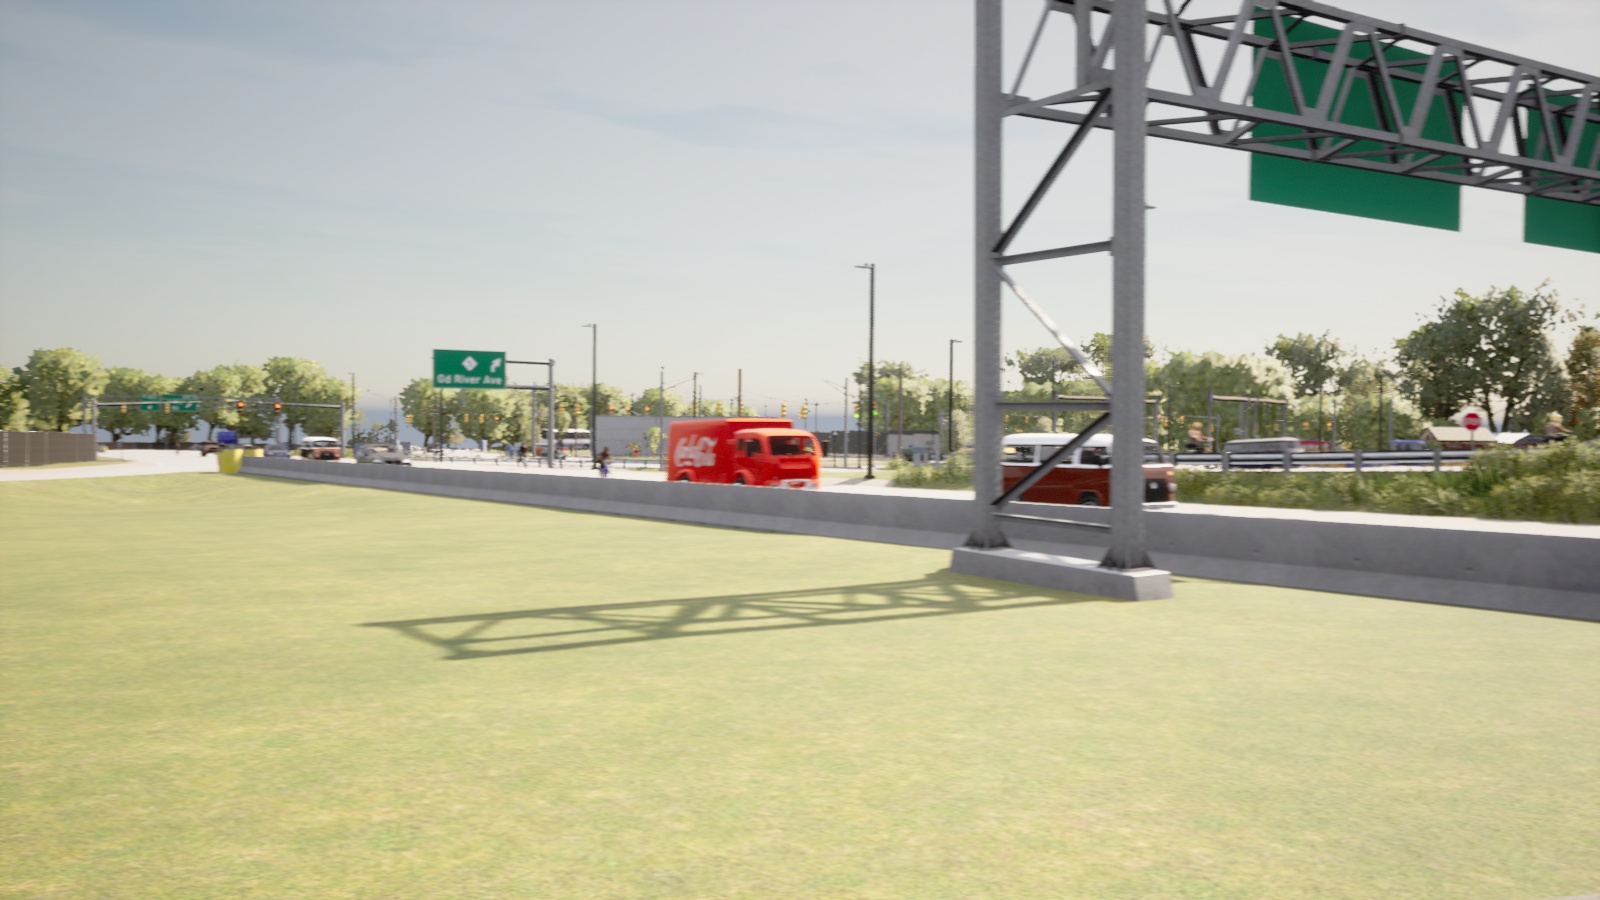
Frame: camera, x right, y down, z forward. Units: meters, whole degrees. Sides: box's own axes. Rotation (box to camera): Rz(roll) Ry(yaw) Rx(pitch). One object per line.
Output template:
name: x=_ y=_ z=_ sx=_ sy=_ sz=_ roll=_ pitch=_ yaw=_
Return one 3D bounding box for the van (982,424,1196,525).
van: x=6.387 y=0.500 z=28.234 sx=2.069 sy=2.038 sz=4.480 roll=-2 pitch=1 yaw=-32

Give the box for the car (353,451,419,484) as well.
car: x=-22.037 y=0.903 z=66.782 sx=2.242 sy=1.667 sz=4.611 roll=-2 pitch=1 yaw=-32

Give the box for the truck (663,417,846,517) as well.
truck: x=-1.350 y=0.418 z=33.941 sx=2.627 sy=2.467 sz=5.204 roll=-2 pitch=1 yaw=-32

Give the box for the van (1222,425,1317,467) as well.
van: x=25.161 y=-0.179 z=67.435 sx=1.775 sy=1.987 sz=4.442 roll=-2 pitch=-2 yaw=-34

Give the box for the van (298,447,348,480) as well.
van: x=-30.488 y=0.837 z=80.186 sx=2.069 sy=2.038 sz=4.480 roll=-2 pitch=1 yaw=-32
